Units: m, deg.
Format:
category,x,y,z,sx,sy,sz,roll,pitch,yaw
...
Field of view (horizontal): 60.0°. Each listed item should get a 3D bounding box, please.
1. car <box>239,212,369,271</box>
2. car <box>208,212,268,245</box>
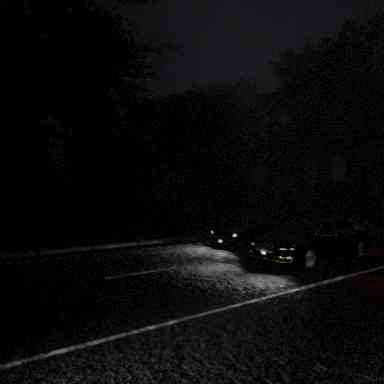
category,x,y,z,sx,sy,sz,roll,pitch,yaw
car,4.080,1.554,11.206,4.892,1.490,1.837,0,0,-36
car,3.309,1.604,14.956,5.357,1.411,2.033,0,0,-36
